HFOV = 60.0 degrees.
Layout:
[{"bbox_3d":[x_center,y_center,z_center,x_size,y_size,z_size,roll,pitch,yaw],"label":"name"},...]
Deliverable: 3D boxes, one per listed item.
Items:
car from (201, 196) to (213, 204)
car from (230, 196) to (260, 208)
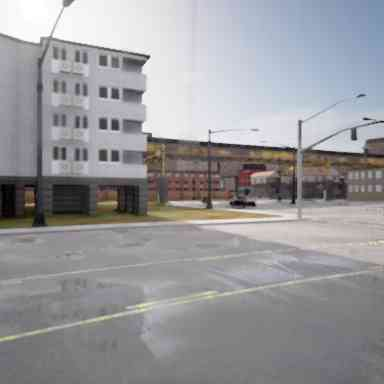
[{"bbox_3d":[2.965,1.583,66.752,1.837,1.490,4.892,-1,1,-1],"label":"car"},{"bbox_3d":[7.802,1.668,50.801,1.895,1.301,4.718,0,0,-26],"label":"car"}]
